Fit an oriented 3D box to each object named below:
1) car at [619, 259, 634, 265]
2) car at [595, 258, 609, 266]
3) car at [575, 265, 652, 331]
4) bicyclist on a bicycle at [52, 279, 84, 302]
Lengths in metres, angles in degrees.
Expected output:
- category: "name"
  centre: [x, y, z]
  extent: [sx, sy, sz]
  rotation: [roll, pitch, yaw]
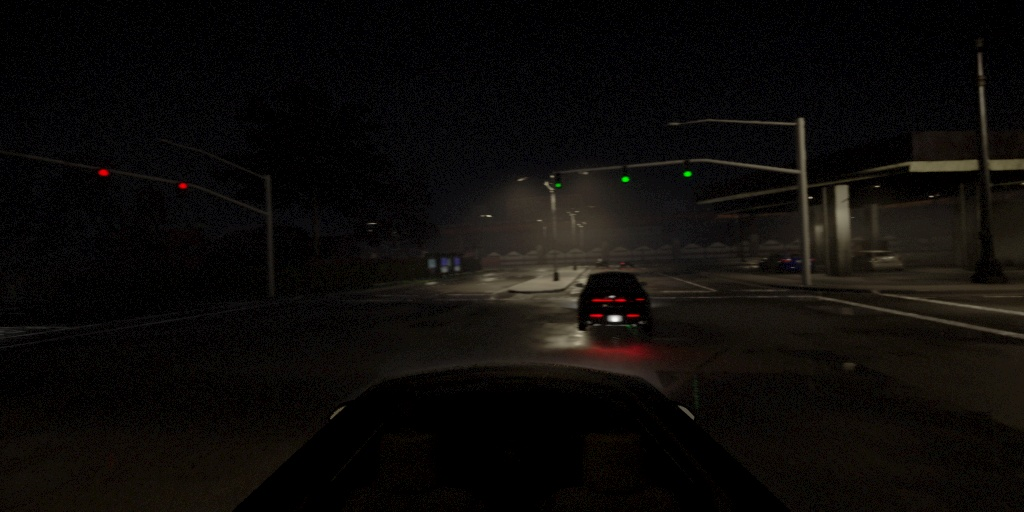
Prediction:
- category: "car"
  centre: [17.097, 1.069, 53.648]
  extent: [1.895, 1.301, 4.718]
  rotation: [-2, 0, 14]
- category: "car"
  centre: [13.716, 1.100, 54.566]
  extent: [2.128, 1.511, 4.902]
  rotation: [-2, 0, 14]
- category: "car"
  centre: [2.978, 1.206, 10.752]
  extent: [1.837, 1.490, 4.892]
  rotation: [-2, 0, 14]
- category: "bicyclist on a bicycle"
  centre: [-32.680, 2.528, 26.377]
  extent: [0.582, 1.620, 1.656]
  rotation: [-2, 0, 13]
